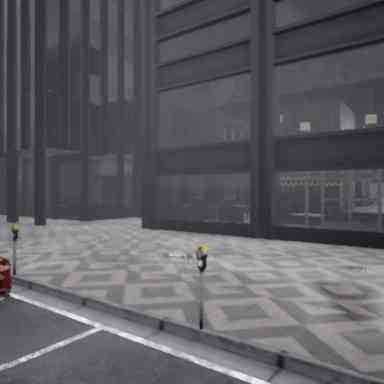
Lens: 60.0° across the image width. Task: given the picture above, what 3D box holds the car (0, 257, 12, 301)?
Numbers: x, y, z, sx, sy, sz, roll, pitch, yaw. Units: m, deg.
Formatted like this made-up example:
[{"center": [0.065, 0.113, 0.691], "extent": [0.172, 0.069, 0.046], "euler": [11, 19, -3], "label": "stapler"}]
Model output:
[{"center": [-5.498, 1.550, 6.883], "extent": [4.507, 1.381, 1.887], "euler": [0, 0, 36], "label": "car"}]
